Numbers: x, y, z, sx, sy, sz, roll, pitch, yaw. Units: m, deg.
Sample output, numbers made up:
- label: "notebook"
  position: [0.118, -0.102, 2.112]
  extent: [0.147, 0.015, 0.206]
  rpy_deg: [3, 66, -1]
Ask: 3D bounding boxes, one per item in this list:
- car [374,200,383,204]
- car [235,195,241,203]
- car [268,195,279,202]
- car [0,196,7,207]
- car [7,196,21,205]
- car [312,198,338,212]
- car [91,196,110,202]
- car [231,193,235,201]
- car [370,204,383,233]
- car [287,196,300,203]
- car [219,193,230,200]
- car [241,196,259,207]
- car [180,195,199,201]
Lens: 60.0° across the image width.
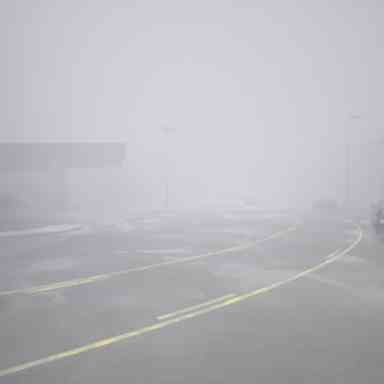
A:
- label: "car"
  position: [17.964, 1.398, 30.313]
  extent: [1.882, 1.535, 5.008]
  rpy_deg: [0, 0, 8]
- label: "car"
  position: [10.425, 1.546, 67.945]
  extent: [1.994, 1.385, 4.181]
  rpy_deg: [0, 0, 4]
- label: "car"
  position: [17.815, 1.472, 72.727]
  extent: [2.128, 1.511, 4.902]
  rpy_deg: [0, 0, 4]
- label: "car"
  position: [-32.389, 1.683, 53.174]
  extent: [3.806, 1.475, 1.970]
  rpy_deg: [0, 0, 4]
- label: "car"
  position: [-32.750, 1.529, 58.958]
  extent: [4.611, 1.667, 2.242]
  rpy_deg: [0, 0, 4]
- label: "car"
  position: [15.310, 1.448, 38.506]
  extent: [1.837, 1.490, 4.892]
  rpy_deg: [0, 0, 5]
- label: "car"
  position: [-22.894, 1.719, 83.040]
  extent: [4.674, 1.442, 1.812]
  rpy_deg: [0, 0, 4]
- label: "car"
  position: [11.461, 1.474, 82.388]
  extent: [1.882, 1.535, 5.008]
  rpy_deg: [0, 0, 11]
- label: "car"
  position: [11.183, 1.552, 18.655]
  extent: [1.895, 1.301, 4.718]
  rpy_deg: [0, 0, 25]
- label: "car"
  position: [21.063, 1.456, 68.757]
  extent: [1.812, 1.442, 4.674]
  rpy_deg: [0, 0, 4]
- label: "car"
  position: [8.727, 1.559, 92.536]
  extent: [2.033, 1.411, 5.357]
  rpy_deg: [0, 0, 4]
- label: "car"
  position: [9.157, 1.551, 51.646]
  extent: [1.994, 1.385, 4.181]
  rpy_deg: [0, 0, 5]
- label: "car"
  position: [-0.583, 1.420, 81.484]
  extent: [4.553, 1.767, 2.097]
  rpy_deg: [0, 0, 4]
